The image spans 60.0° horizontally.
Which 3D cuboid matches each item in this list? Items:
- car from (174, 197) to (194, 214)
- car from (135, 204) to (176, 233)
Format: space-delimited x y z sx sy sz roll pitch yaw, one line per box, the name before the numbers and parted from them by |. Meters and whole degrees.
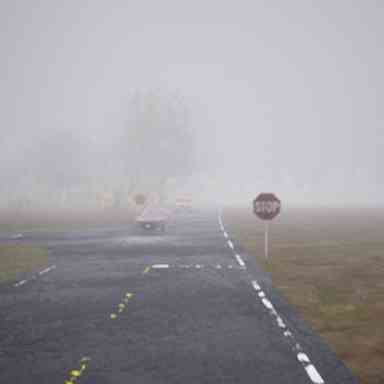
car | -0.994 1.698 42.768 2.150 2.045 5.566 0 0 5
car | -2.431 1.747 21.852 1.882 1.535 5.008 0 0 3
